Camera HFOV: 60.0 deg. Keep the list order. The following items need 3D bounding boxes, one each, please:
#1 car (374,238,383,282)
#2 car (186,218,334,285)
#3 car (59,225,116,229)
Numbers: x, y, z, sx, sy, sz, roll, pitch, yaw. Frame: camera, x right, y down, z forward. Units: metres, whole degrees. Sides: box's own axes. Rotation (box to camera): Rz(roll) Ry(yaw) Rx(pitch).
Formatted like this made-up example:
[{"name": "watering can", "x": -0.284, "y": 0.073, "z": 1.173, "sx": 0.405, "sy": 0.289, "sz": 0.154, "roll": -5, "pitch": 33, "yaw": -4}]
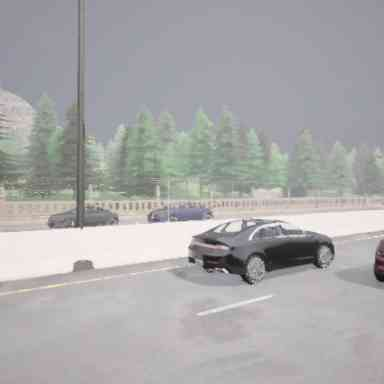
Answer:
[{"name": "car", "x": 6.671, "y": 1.380, "z": 8.502, "sx": 4.553, "sy": 1.767, "sz": 2.097, "roll": 0, "pitch": 0, "yaw": -35}, {"name": "car", "x": 2.146, "y": 1.512, "z": 9.575, "sx": 4.902, "sy": 1.511, "sz": 2.128, "roll": 0, "pitch": 0, "yaw": -36}, {"name": "car", "x": -6.662, "y": 1.582, "z": 20.667, "sx": 4.181, "sy": 1.385, "sz": 1.994, "roll": 0, "pitch": 0, "yaw": -35}]
